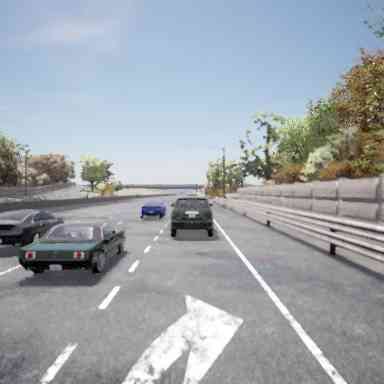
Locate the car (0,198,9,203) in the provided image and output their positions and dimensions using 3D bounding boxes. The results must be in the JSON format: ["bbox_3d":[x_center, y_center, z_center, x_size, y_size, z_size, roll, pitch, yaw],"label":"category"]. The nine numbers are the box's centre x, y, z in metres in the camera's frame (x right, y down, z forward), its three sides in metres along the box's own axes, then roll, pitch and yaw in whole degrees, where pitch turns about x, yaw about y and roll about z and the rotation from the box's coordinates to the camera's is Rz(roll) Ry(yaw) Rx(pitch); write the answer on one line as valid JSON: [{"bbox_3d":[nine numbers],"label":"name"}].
[{"bbox_3d":[-24.567,1.665,44.222,1.895,1.301,4.718,0,0,0],"label":"car"}]

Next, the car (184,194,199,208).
[{"bbox_3d":[-0.004,1.305,50.454,2.150,2.045,5.566,0,0,0],"label":"car"}]

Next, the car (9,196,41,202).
[{"bbox_3d":[-21.077,1.413,43.071,2.097,1.767,4.553,0,0,0],"label":"car"}]

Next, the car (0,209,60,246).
[{"bbox_3d":[-6.902,1.512,14.253,1.837,1.490,4.892,0,0,0],"label":"car"}]

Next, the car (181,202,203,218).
[{"bbox_3d":[-0.002,1.634,31.592,1.895,1.301,4.718,0,0,0],"label":"car"}]

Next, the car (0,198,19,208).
[{"bbox_3d":[-28.049,1.644,49.991,1.994,1.385,4.181,0,0,1],"label":"car"}]

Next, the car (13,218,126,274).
[{"bbox_3d":[-3.401,1.605,10.536,1.895,1.301,4.718,0,0,0],"label":"car"}]

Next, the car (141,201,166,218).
[{"bbox_3d":[-3.401,1.508,30.000,1.882,1.535,5.008,0,0,0],"label":"car"}]

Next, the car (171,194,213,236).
[{"bbox_3d":[-0.002,1.234,18.607,2.150,2.045,5.566,0,0,0],"label":"car"}]
